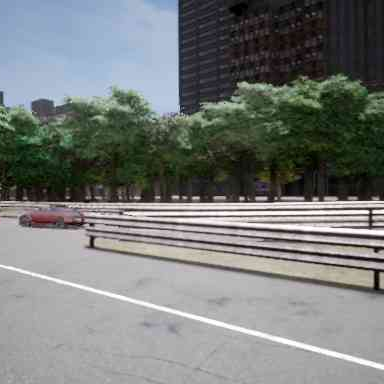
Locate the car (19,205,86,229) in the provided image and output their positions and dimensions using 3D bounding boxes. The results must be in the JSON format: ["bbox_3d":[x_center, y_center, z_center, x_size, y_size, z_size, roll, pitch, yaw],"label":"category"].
[{"bbox_3d":[-9.029,1.571,21.558,4.181,1.385,1.994,0,0,18],"label":"car"}]
